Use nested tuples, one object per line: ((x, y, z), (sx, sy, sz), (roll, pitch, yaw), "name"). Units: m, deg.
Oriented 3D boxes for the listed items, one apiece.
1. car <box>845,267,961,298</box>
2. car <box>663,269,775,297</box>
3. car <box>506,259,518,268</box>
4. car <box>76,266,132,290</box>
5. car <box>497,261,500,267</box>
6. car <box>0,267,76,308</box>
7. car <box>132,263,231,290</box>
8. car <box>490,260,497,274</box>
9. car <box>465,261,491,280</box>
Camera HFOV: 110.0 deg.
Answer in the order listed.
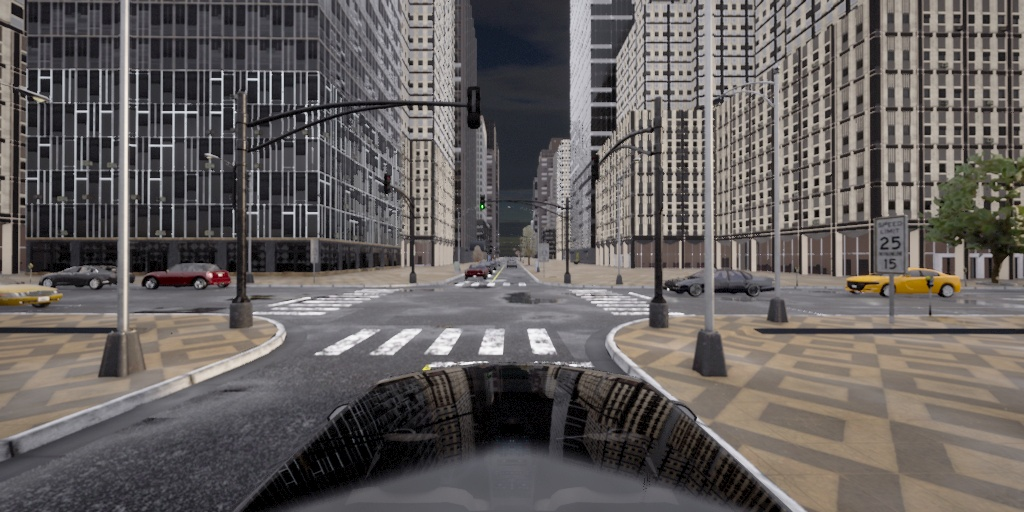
((20.831, 1.368, 19.239), (5.008, 1.535, 1.882), (0, 0, -1), "car")
((10.937, 1.393, 19.053), (5.357, 1.411, 2.033), (0, 0, -1), "car")
((-0.021, 1.402, 63.303), (2.033, 1.411, 5.357), (0, 0, 0), "car")
((-24.924, 1.224, 21.089), (4.403, 1.370, 2.007), (0, 0, -1), "car")
((-3.191, 1.384, 52.512), (2.033, 1.411, 5.357), (0, 0, 0), "car")
((-18.920, 1.185, 12.588), (4.829, 1.417, 1.751), (0, 0, -1), "car")
((-19.247, 1.147, 21.223), (4.097, 1.591, 1.967), (0, 0, -1), "car")
((-3.177, 1.368, 42.093), (2.033, 1.411, 5.357), (0, 0, 0), "car")
((-3.148, 1.405, 32.323), (1.895, 1.301, 4.718), (0, 0, -1), "car")
